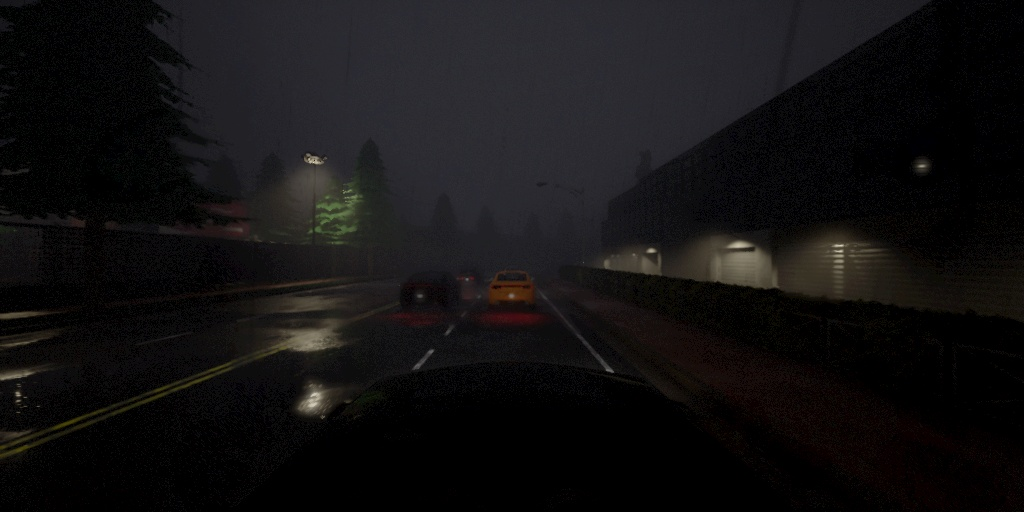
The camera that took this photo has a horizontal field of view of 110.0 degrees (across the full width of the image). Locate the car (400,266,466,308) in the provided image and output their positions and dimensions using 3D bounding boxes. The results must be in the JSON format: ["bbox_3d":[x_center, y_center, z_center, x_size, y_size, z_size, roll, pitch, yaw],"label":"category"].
[{"bbox_3d":[-3.473,1.383,16.084,1.882,1.535,5.008,0,0,1],"label":"car"}]

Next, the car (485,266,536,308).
[{"bbox_3d":[0.027,1.383,16.088,1.882,1.535,5.008,0,0,1],"label":"car"}]

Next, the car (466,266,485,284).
[{"bbox_3d":[-3.408,1.567,30.321,1.837,1.490,4.892,0,0,2],"label":"car"}]

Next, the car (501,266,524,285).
[{"bbox_3d":[0.112,1.590,30.730,1.812,1.442,4.674,0,0,3],"label":"car"}]
